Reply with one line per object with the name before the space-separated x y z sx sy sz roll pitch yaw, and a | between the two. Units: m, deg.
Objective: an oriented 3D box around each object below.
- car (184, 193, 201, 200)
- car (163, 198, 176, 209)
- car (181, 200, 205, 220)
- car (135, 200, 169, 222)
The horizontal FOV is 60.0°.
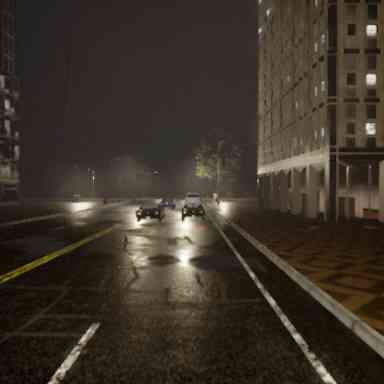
car | 0.106 1.157 45.765 2.150 2.045 5.566 0 0 0
car | -3.141 1.488 43.972 2.033 1.411 5.357 0 0 0
car | 0.103 1.570 27.630 1.895 1.301 4.718 0 0 0
car | -3.147 1.572 26.137 1.895 1.301 4.718 0 0 0
